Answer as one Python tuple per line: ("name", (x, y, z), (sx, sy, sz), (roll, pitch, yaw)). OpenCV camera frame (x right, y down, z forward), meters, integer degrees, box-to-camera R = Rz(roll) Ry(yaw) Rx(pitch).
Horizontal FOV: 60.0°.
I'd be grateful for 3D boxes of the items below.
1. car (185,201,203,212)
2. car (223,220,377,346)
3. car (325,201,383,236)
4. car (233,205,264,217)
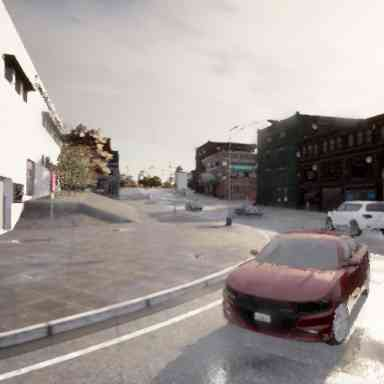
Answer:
("car", (0.291, 2.085, 49.470), (1.837, 1.490, 4.892), (1, 0, -14))
("car", (2.441, 1.589, 6.922), (1.882, 1.535, 5.008), (0, -1, 34))
("car", (10.493, 1.603, 21.002), (2.150, 2.045, 5.566), (1, -1, -2))
("car", (6.627, 2.210, 39.351), (2.033, 1.411, 5.357), (1, -1, -14))
